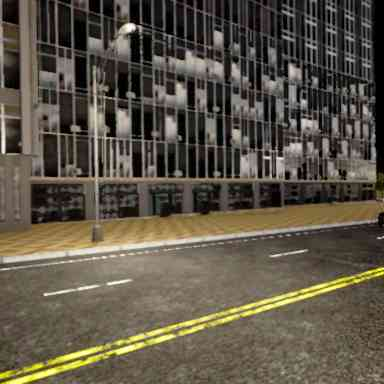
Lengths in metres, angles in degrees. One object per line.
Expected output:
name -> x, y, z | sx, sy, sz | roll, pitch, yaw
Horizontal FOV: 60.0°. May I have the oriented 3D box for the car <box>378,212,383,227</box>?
car -> 13.932, 1.478, 21.488 | 5.008, 1.535, 1.882 | 0, 0, -36
